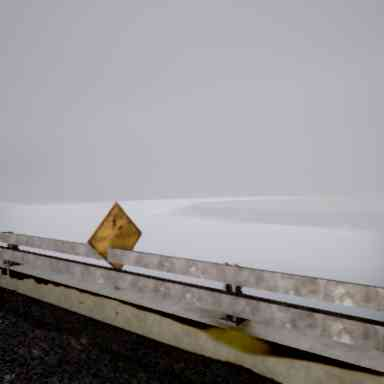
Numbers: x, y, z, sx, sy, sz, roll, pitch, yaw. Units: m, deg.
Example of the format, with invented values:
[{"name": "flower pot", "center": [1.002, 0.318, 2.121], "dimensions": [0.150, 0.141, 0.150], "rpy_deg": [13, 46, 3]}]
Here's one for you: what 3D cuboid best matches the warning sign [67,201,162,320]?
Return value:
[{"name": "warning sign", "center": [-1.405, 1.112, 6.150], "dimensions": [1.060, 1.860, 1.300], "rpy_deg": [-1, 0, 36]}]
